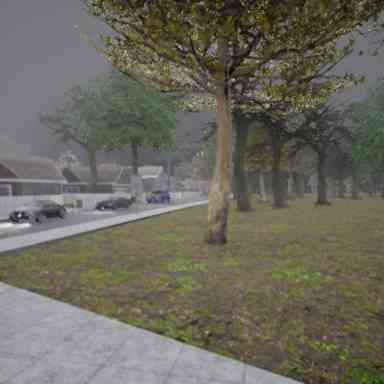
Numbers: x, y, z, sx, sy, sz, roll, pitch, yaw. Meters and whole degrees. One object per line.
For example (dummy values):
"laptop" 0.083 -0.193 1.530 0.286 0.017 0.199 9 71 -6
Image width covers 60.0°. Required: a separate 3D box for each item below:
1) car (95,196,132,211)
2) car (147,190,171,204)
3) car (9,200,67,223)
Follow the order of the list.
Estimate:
"car" -7.956 1.134 34.254 2.033 1.411 5.357 0 0 13
"car" -4.769 0.697 48.699 2.150 2.045 5.566 0 0 13
"car" -10.470 1.276 22.850 1.994 1.385 4.181 0 1 11
